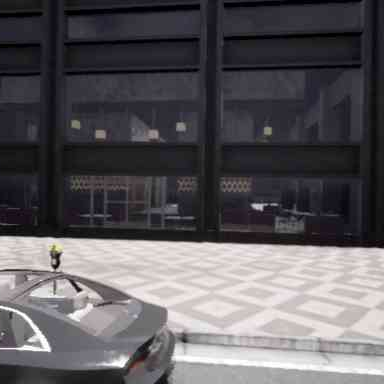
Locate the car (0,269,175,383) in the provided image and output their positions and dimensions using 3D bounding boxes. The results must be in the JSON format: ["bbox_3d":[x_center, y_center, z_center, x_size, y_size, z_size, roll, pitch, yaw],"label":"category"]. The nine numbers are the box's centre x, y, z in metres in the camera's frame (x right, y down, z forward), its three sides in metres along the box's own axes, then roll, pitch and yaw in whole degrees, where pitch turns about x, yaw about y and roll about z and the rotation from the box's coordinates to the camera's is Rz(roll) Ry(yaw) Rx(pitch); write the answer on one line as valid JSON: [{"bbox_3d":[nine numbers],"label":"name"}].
[{"bbox_3d":[-2.393,1.557,3.526,4.403,1.369,2.008,1,-1,6],"label":"car"}]
